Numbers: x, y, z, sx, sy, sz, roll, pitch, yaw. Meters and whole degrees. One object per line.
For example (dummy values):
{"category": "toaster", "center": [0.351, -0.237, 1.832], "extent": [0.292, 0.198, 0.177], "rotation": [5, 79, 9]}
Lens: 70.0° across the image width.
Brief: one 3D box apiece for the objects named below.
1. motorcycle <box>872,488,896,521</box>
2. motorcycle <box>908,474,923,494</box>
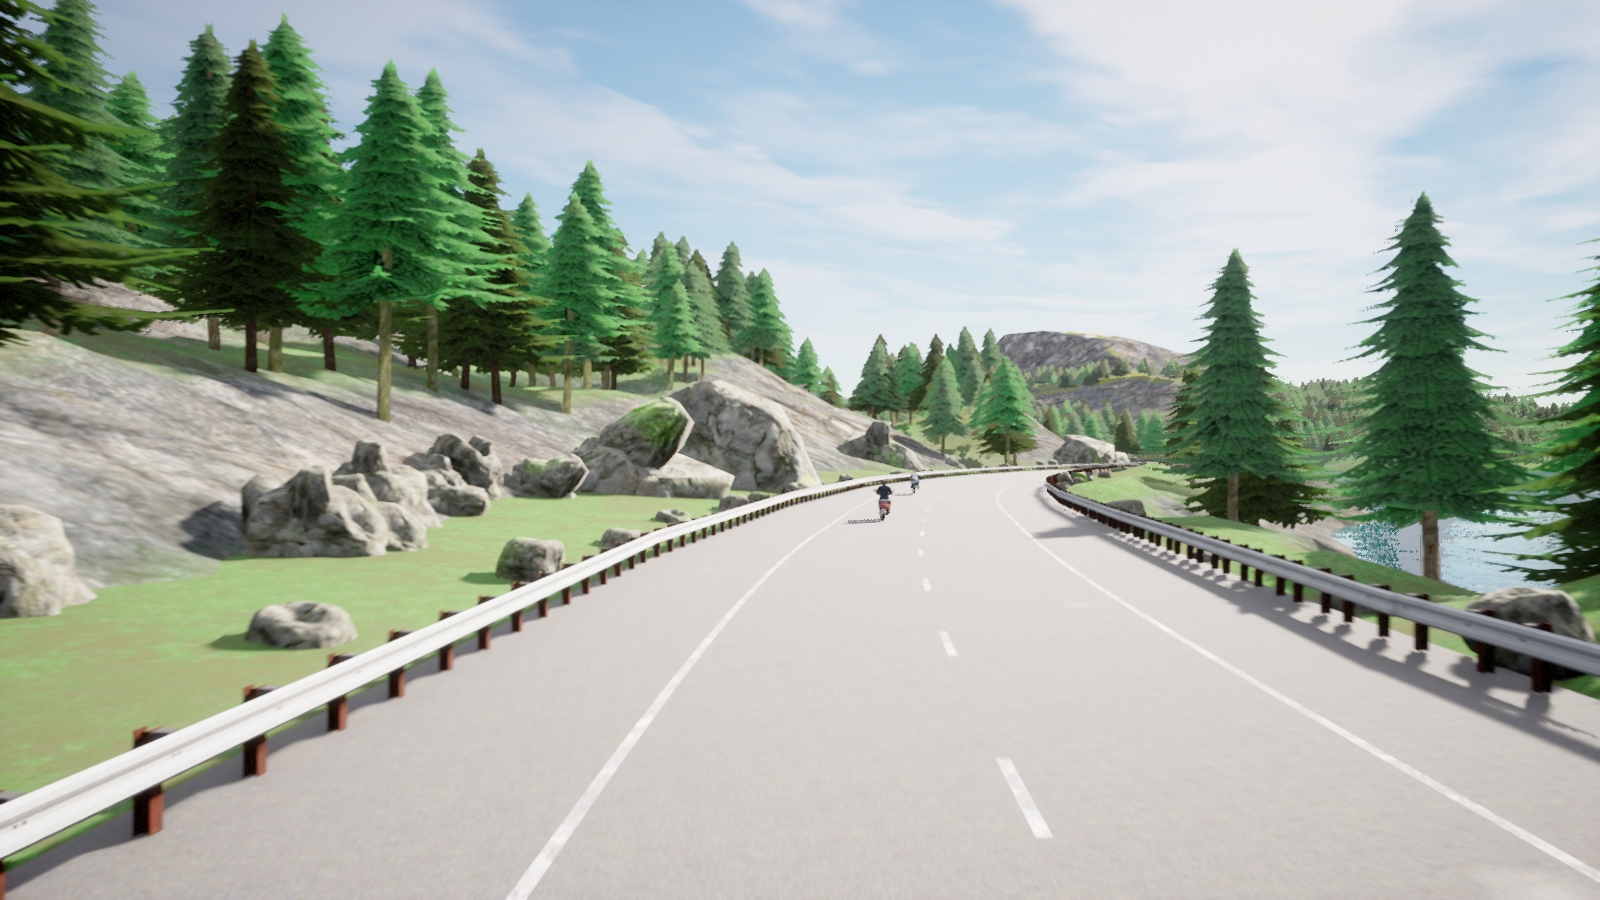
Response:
{"category": "motorcycle", "center": [3.388, 2.183, 45.944], "extent": [0.856, 1.236, 1.805], "rotation": [0, 0, 7]}
{"category": "motorcycle", "center": [7.335, 2.179, 72.669], "extent": [0.803, 1.217, 2.033], "rotation": [0, 0, 11]}
